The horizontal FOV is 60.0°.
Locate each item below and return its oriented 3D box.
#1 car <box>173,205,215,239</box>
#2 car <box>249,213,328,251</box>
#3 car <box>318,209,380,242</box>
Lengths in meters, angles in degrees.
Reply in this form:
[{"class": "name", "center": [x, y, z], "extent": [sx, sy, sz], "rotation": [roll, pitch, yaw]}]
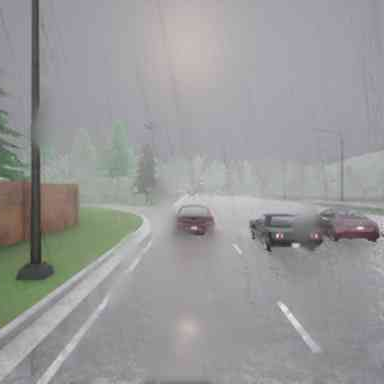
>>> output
[{"class": "car", "center": [0.097, 1.394, 16.862], "extent": [1.882, 1.535, 5.008], "rotation": [0, 0, 0]}, {"class": "car", "center": [3.592, 1.533, 13.667], "extent": [1.895, 1.301, 4.718], "rotation": [0, 0, 0]}, {"class": "car", "center": [7.095, 1.484, 16.025], "extent": [1.994, 1.385, 4.181], "rotation": [0, 0, 0]}]
